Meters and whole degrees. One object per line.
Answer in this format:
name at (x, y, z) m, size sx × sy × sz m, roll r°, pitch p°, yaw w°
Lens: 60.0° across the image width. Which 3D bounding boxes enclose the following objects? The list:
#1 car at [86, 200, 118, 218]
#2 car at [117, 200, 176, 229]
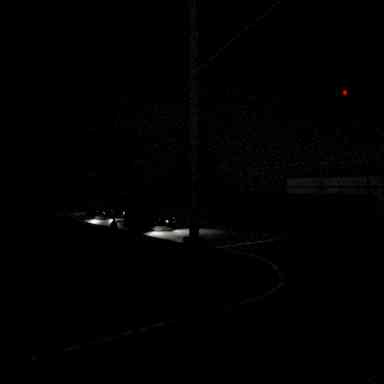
car at (-8.424, 1.504, 30.059) m, size 1.837 × 1.490 × 4.892 m, roll 0°, pitch 0°, yaw -26°
car at (-2.897, 1.504, 21.814) m, size 1.837 × 1.490 × 4.892 m, roll 0°, pitch 0°, yaw -36°
